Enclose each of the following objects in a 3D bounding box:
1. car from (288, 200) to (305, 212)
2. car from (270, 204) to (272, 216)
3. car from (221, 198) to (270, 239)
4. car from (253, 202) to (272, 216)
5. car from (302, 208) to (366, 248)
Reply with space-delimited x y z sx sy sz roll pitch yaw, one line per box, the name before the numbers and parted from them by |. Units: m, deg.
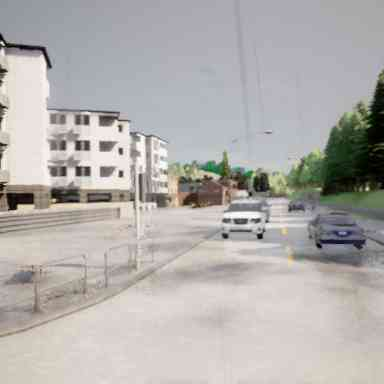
car | 14.399 1.823 45.922 2.097 1.767 4.553 -1 -1 15
car | 5.751 1.596 29.372 2.150 2.045 5.566 -1 -1 15
car | 3.137 1.484 19.330 2.150 2.045 5.566 -1 -1 15
car | 8.419 1.991 39.495 1.837 1.490 4.892 -1 -1 15
car | 6.497 1.678 15.386 2.033 1.411 5.357 -1 -1 14
